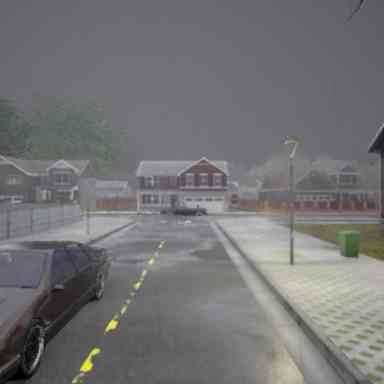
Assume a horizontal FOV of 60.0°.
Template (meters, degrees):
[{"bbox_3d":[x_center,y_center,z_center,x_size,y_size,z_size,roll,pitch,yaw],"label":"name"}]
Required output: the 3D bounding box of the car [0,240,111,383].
[{"bbox_3d":[-2.847,1.603,5.789,2.033,1.411,5.357,0,-1,0],"label":"car"}]

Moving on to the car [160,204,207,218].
[{"bbox_3d":[-0.794,1.875,33.220,4.718,1.301,1.895,0,-1,0],"label":"car"}]
